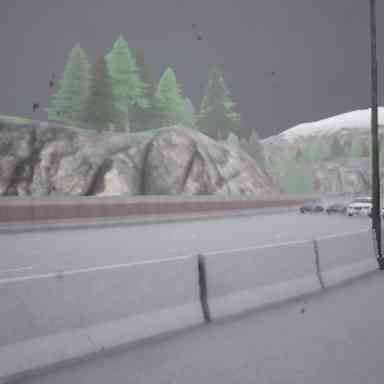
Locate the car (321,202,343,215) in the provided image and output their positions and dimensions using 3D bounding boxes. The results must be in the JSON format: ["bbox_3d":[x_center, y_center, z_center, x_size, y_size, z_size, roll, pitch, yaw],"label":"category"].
[{"bbox_3d":[17.661,1.956,39.795,2.033,1.411,5.357,-1,-1,40],"label":"car"}]

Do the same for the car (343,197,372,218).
[{"bbox_3d":[18.180,1.554,35.004,2.150,2.045,5.566,-1,-1,41],"label":"car"}]

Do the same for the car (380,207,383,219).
[{"bbox_3d":[19.705,1.487,31.421,2.150,2.045,5.566,-1,-1,41],"label":"car"}]

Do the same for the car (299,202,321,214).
[{"bbox_3d":[15.558,2.020,42.757,2.033,1.411,5.357,-1,-1,39],"label":"car"}]
